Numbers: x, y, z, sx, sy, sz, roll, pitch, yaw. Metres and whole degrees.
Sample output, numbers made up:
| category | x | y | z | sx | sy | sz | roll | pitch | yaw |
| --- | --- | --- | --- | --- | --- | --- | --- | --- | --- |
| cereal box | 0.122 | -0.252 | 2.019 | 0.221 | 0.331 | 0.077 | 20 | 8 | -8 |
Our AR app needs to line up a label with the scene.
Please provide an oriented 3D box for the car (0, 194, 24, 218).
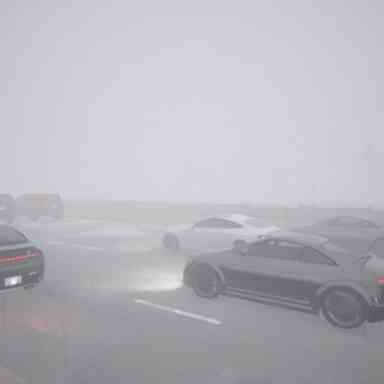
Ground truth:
| category | x | y | z | sx | sy | sz | roll | pitch | yaw |
| --- | --- | --- | --- | --- | --- | --- | --- | --- | --- |
| car | -14.133 | 1.124 | 22.669 | 5.566 | 2.045 | 2.150 | 0 | 0 | 35 |

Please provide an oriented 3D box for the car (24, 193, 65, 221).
| category | x | y | z | sx | sy | sz | roll | pitch | yaw |
| --- | --- | --- | --- | --- | --- | --- | --- | --- | --- |
| car | -12.097 | 1.124 | 25.514 | 5.566 | 2.045 | 2.150 | 0 | 0 | 35 |

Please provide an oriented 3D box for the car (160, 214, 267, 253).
| category | x | y | z | sx | sy | sz | roll | pitch | yaw |
| --- | --- | --- | --- | --- | --- | --- | --- | --- | --- |
| car | 1.010 | 1.502 | 11.854 | 4.674 | 1.442 | 1.812 | 0 | 0 | 35 |

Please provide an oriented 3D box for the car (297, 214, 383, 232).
| category | x | y | z | sx | sy | sz | roll | pitch | yaw |
| --- | --- | --- | --- | --- | --- | --- | --- | --- | --- |
| car | 5.829 | 1.553 | 12.733 | 4.181 | 1.385 | 1.994 | 0 | 0 | 35 |

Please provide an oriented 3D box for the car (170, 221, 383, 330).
| category | x | y | z | sx | sy | sz | roll | pitch | yaw |
| --- | --- | --- | --- | --- | --- | --- | --- | --- | --- |
| car | 1.855 | 1.554 | 6.968 | 4.181 | 1.385 | 1.994 | 0 | 0 | 35 |

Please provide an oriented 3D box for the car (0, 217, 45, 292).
| category | x | y | z | sx | sy | sz | roll | pitch | yaw |
| --- | --- | --- | --- | --- | --- | --- | --- | --- | --- |
| car | -5.431 | 1.469 | 7.865 | 4.892 | 1.490 | 1.837 | 0 | 0 | 35 |
